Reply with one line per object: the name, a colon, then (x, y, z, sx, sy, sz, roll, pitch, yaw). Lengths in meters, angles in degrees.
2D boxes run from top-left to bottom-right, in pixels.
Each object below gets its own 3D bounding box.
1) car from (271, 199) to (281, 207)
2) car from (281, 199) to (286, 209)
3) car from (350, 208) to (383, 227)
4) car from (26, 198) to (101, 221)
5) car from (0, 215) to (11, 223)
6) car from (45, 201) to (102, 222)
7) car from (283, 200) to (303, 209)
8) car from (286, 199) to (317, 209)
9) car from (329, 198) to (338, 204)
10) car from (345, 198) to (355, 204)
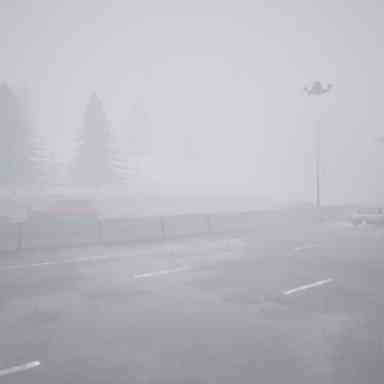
car: (16.152, 2.043, 61.078, 1.837, 1.490, 4.892, 0, 0, 34)
car: (14.933, 1.762, 47.475, 2.097, 1.767, 4.553, -1, -1, 39)
car: (13.272, 1.785, 24.184, 1.895, 1.301, 4.718, -1, -1, 45)
car: (-10.322, 1.547, 26.978, 5.566, 2.045, 2.150, 0, -1, -39)
car: (-13.820, 1.818, 19.949, 5.357, 1.411, 2.033, 0, -1, -35)
car: (-10.973, 1.720, 30.979, 4.553, 1.767, 2.097, 0, -1, -40)
car: (17.175, 2.052, 56.335, 1.994, 1.385, 4.181, -1, -1, 36)
car: (13.640, 1.850, 40.405, 1.837, 1.490, 4.892, -1, -1, 41)
car: (34.308, 2.103, 80.811, 1.882, 1.535, 5.008, -1, -1, 22)
car: (36.183, 2.121, 76.230, 1.994, 1.385, 4.181, -1, -1, 24)
